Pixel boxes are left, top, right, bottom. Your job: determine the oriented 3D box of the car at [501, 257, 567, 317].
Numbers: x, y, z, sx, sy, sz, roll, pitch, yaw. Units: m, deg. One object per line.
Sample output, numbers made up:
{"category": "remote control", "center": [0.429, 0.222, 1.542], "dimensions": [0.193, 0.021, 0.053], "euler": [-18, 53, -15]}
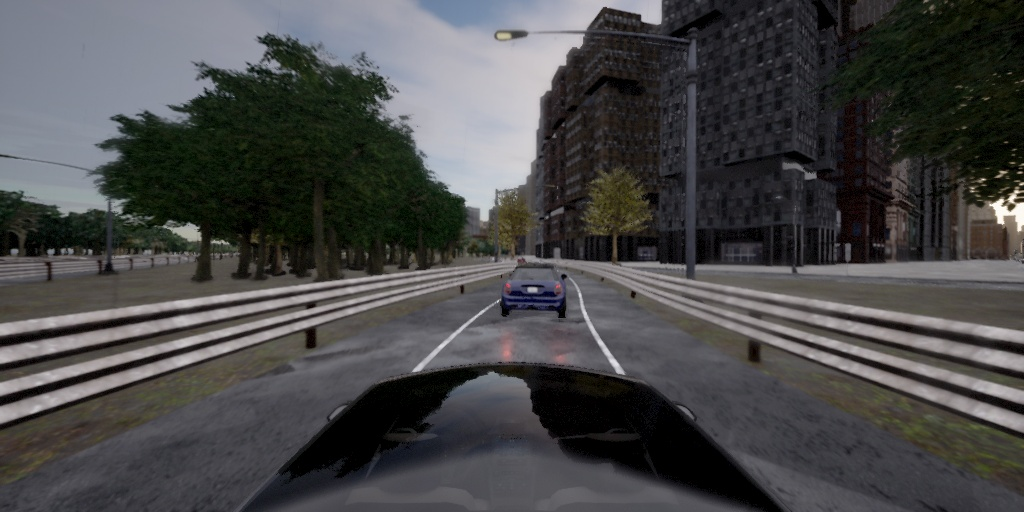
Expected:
{"category": "car", "center": [0.927, 1.058, 13.175], "dimensions": [2.097, 1.767, 4.553], "euler": [1, 0, 8]}
